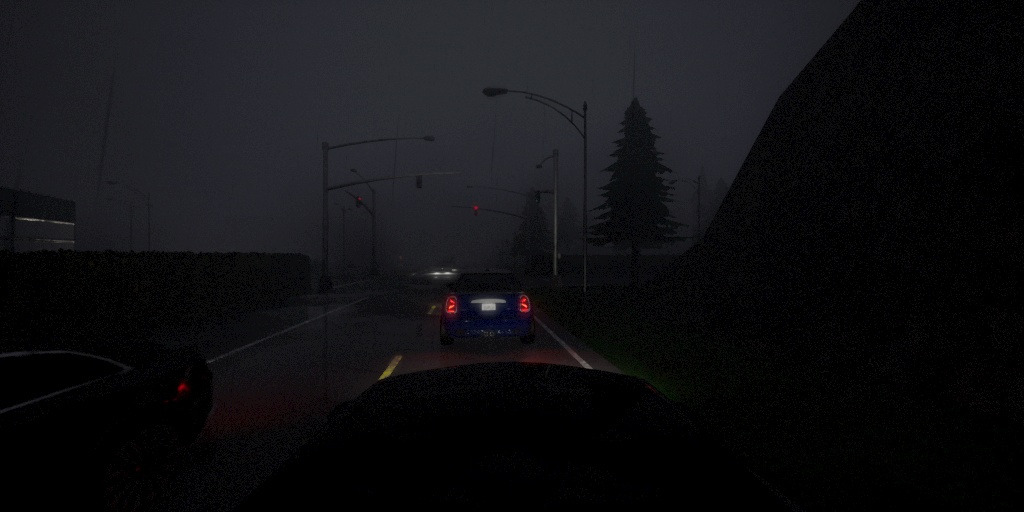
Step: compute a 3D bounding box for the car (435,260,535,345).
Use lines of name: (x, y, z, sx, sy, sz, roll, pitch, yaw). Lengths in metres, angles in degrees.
car: (-0.730, 1.102, 9.739, 2.097, 1.767, 4.553, 0, 0, -6)

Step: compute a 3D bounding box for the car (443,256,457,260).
car: (-9.880, 0.972, 56.126, 2.150, 2.045, 5.566, 0, 0, -7)

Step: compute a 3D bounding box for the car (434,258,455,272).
car: (-8.553, 1.314, 44.818, 1.994, 1.385, 4.181, 0, 0, -7)

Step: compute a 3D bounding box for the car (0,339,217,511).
car: (-3.707, 1.241, 1.370, 2.128, 1.511, 4.902, 0, 0, -2)
